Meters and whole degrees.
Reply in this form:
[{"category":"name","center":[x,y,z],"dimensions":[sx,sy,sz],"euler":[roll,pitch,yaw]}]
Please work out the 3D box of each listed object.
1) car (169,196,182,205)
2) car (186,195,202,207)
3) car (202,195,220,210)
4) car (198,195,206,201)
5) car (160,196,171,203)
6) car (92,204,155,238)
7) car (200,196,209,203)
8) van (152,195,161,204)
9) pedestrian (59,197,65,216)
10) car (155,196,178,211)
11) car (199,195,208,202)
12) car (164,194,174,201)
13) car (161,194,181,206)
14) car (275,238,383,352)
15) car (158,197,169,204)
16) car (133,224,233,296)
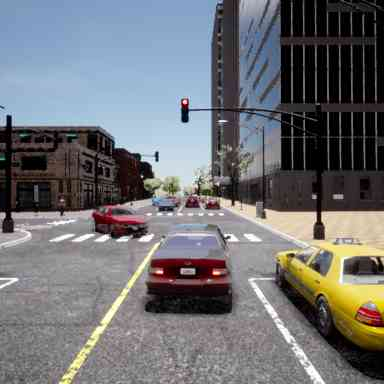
[{"category":"car","center":[-3.088,1.515,61.390],"dimensions":[2.128,1.511,4.902],"euler":[0,0,0]},{"category":"car","center":[0.074,1.371,52.422],"dimensions":[2.097,1.767,4.553],"euler":[0,0,0]},{"category":"car","center":[2.687,1.456,44.131],"dimensions":[1.967,1.590,4.097],"euler":[1,0,0]},{"category":"car","center":[2.670,1.580,88.410],"dimensions":[1.887,1.381,4.507],"euler":[1,0,0]},{"category":"car","center":[-5.705,1.594,71.815],"dimensions":[1.947,1.339,4.313],"euler":[1,0,0]},{"category":"car","center":[-3.959,1.483,18.038],"dimensions":[1.882,1.535,5.008],"euler":[2,-1,-31]},{"category":"car","center":[2.676,1.553,71.976],"dimensions":[1.752,1.417,4.829],"euler":[1,0,0]},{"category":"van","center":[-5.696,1.362,55.212],"dimensions":[1.690,1.788,3.998],"euler":[1,0,0]},{"category":"pedestrian","center":[-12.556,1.369,32.120],"dimensions":[0.375,1.860,0.375],"euler":[0,0,1]},{"category":"car","center":[-3.138,1.562,41.114],"dimensions":[2.033,1.411,5.357],"euler":[0,0,-3]},{"category":"car","center":[2.674,1.556,77.510],"dimensions":[1.752,1.417,4.829],"euler":[1,0,0]},{"category":"car","center":[-5.705,1.348,82.883],"dimensions":[2.192,1.841,5.009],"euler":[1,0,0]},{"category":"car","center":[-3.113,1.371,51.013],"dimensions":[2.097,1.767,4.553],"euler":[0,0,0]},{"category":"car","center":[2.836,1.527,6.353],"dimensions":[1.752,1.417,4.829],"euler":[1,0,0]},{"category":"car","center":[-5.703,1.608,66.280],"dimensions":[1.802,1.307,4.206],"euler":[1,0,0]},{"category":"car","center":[0.072,1.550,8.803],"dimensions":[2.033,1.411,5.357],"euler":[0,0,3]}]
